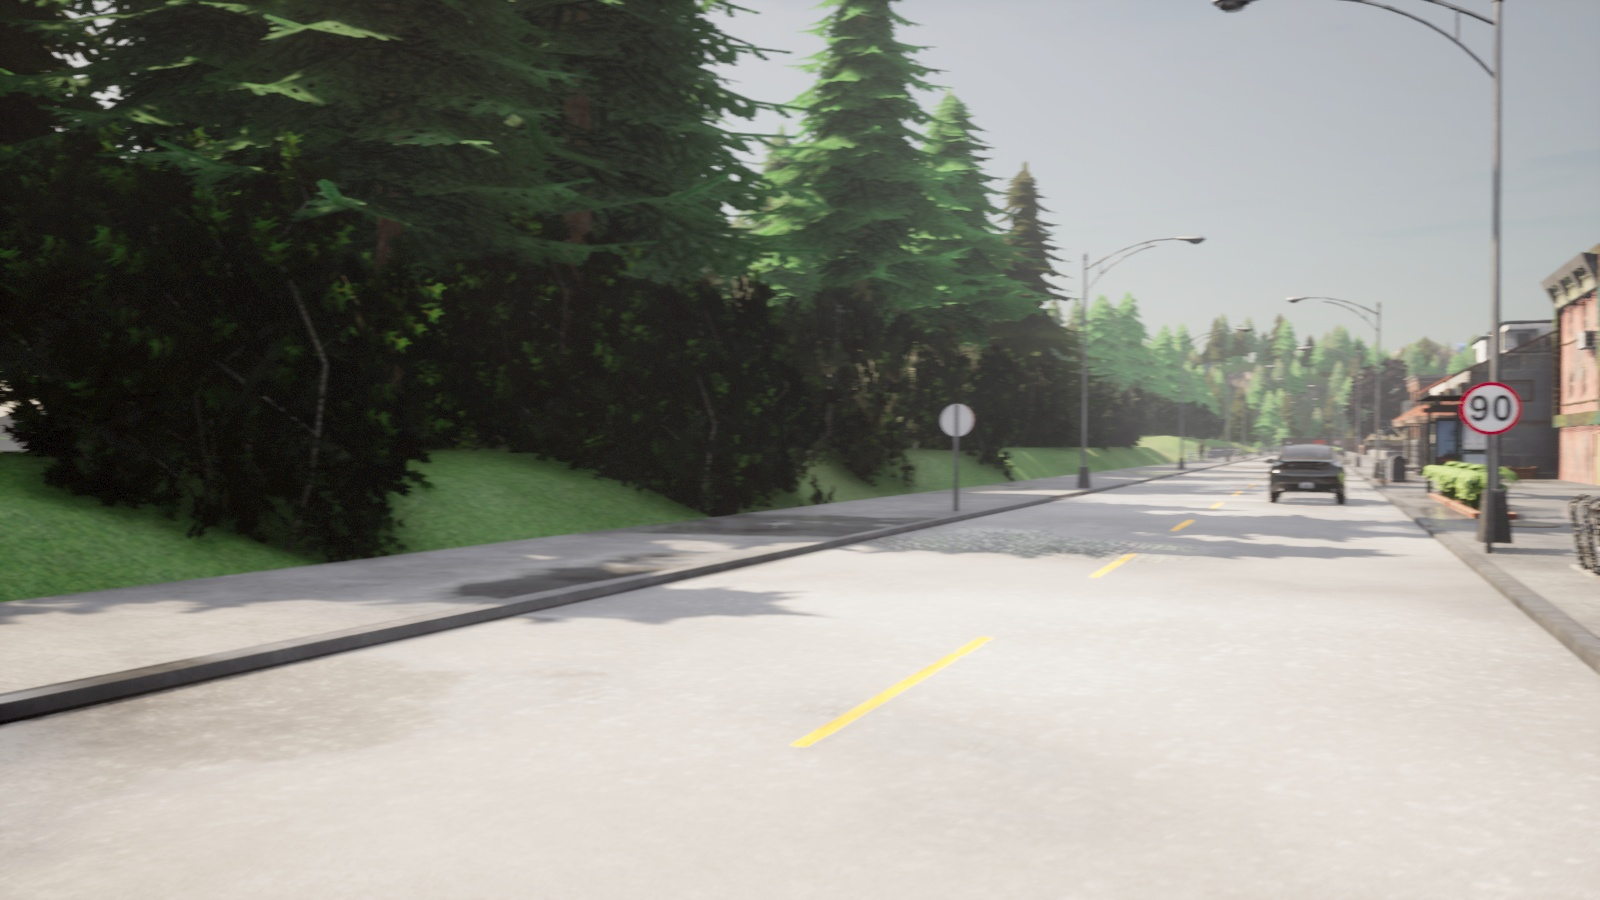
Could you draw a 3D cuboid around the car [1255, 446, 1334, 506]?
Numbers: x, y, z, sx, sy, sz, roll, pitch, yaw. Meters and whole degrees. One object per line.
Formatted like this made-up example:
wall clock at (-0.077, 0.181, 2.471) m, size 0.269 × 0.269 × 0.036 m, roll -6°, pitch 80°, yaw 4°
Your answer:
car at (13.374, 0.635, 33.909) m, size 1.837 × 1.490 × 4.892 m, roll 0°, pitch 0°, yaw 22°
